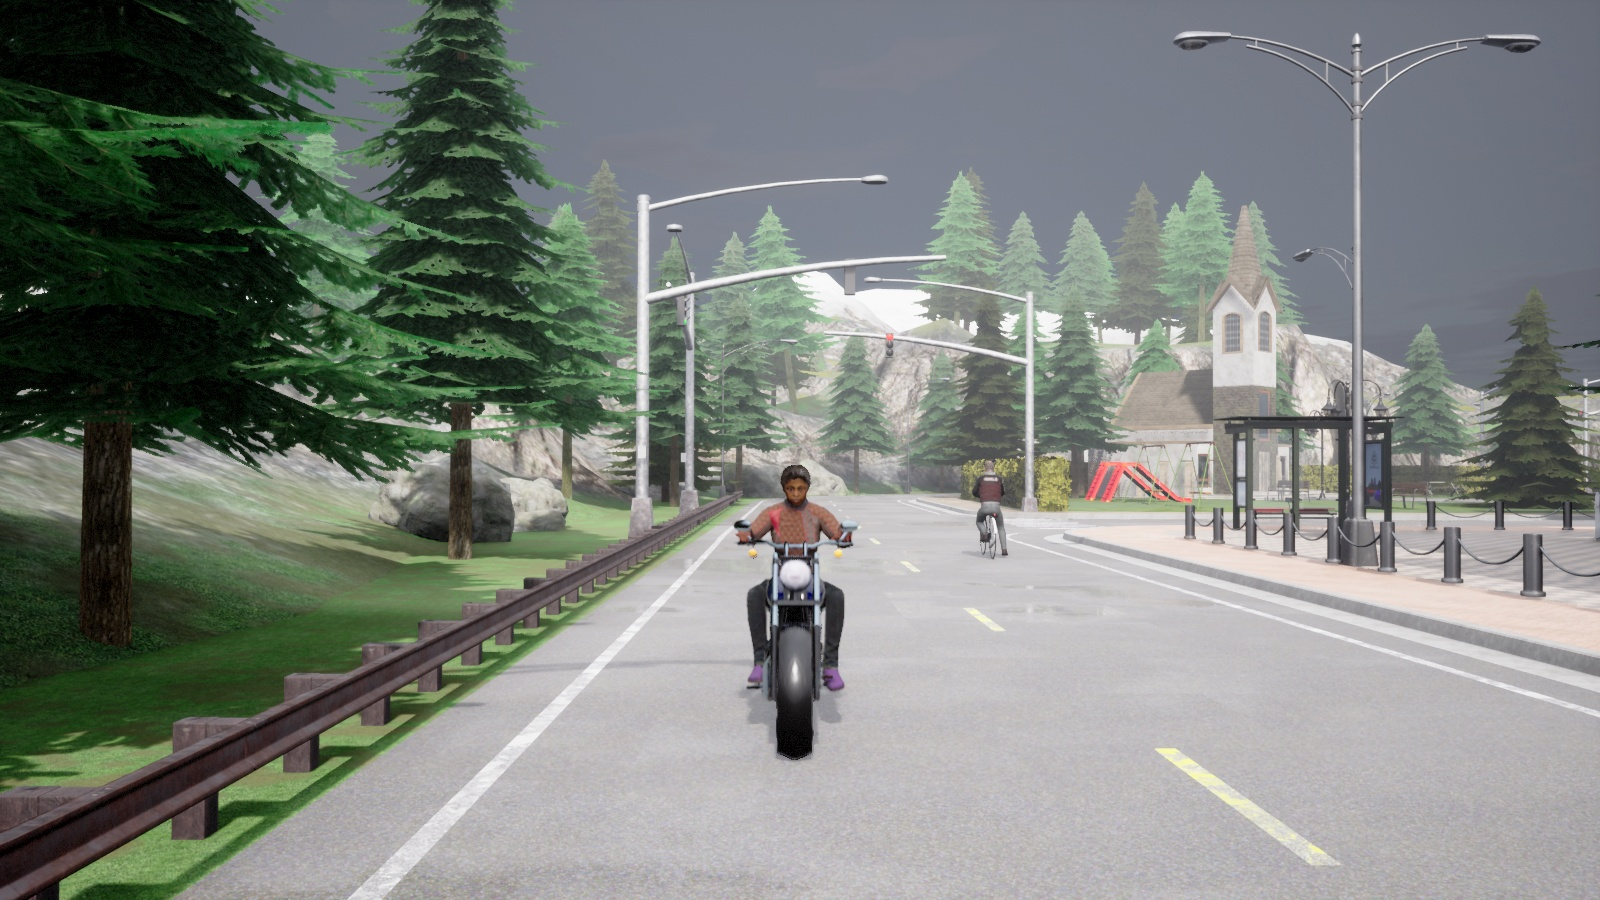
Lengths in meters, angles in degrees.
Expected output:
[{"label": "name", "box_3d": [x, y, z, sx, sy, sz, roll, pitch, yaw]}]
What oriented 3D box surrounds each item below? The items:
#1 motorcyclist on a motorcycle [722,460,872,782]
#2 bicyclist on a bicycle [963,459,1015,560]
[{"label": "motorcyclist on a motorcycle", "box_3d": [-0.021, 0.893, 7.638, 0.766, 1.649, 2.350, 0, -1, 0]}, {"label": "bicyclist on a bicycle", "box_3d": [3.438, 1.056, 22.945, 0.659, 1.776, 1.843, 0, -1, 0]}]
